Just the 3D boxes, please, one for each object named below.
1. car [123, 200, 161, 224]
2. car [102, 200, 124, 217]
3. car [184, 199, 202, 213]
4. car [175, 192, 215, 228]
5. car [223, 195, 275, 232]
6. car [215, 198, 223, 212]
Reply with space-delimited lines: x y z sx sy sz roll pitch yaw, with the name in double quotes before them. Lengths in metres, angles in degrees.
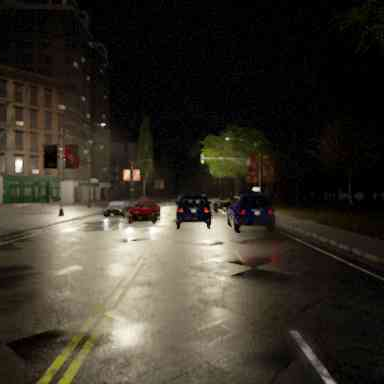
"car" -3.335 1.414 24.072 1.882 1.535 5.008 0 0 0
"car" -6.555 1.467 30.052 2.033 1.411 5.357 0 0 0
"car" 0.099 1.501 37.014 1.895 1.301 4.718 0 0 0
"car" 0.100 1.166 21.716 2.150 2.045 5.566 0 0 0
"car" 3.351 1.170 19.727 2.150 2.045 5.566 0 0 0
"car" 3.350 1.405 36.839 1.837 1.490 4.892 0 0 0
